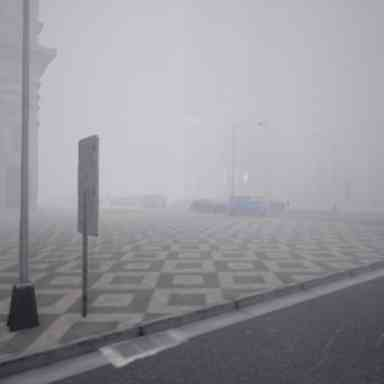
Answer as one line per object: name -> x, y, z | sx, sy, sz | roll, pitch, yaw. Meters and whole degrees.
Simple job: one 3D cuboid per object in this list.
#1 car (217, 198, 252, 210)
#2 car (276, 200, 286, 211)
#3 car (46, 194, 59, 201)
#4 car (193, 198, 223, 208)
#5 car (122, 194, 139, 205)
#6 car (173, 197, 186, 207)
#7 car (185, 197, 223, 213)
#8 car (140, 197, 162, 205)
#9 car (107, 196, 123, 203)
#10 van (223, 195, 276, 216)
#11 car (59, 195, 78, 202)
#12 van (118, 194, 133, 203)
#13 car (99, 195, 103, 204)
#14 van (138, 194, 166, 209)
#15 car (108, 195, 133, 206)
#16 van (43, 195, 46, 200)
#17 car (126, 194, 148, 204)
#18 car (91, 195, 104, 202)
car -> 5.400, 1.479, 42.486 | 1.887, 1.381, 4.507 | 0, 0, -36
car -> 8.624, 1.458, 37.999 | 1.887, 1.381, 4.507 | 0, 0, -36
car -> -33.774, 1.390, 82.397 | 2.192, 1.841, 5.009 | 0, 0, -36
car -> 2.176, 1.500, 46.974 | 1.887, 1.381, 4.507 | 0, 0, -36
car -> -9.754, 1.458, 53.690 | 1.837, 1.490, 4.892 | 1, -1, -36
car -> -1.146, 1.503, 51.599 | 1.752, 1.417, 4.829 | 0, 0, -36
car -> 1.664, 1.383, 33.024 | 1.887, 1.381, 4.507 | 0, 0, -36
car -> -7.495, 1.564, 60.436 | 1.887, 1.381, 4.507 | 0, 0, -36
car -> -17.166, 1.635, 73.899 | 2.008, 1.369, 4.403 | 0, 0, -36
van -> 4.886, 1.159, 28.537 | 1.690, 1.788, 3.998 | 0, 0, -36
car -> -27.232, 1.556, 73.281 | 1.752, 1.417, 4.829 | 0, 0, -36
van -> -13.942, 1.404, 69.412 | 1.690, 1.788, 3.998 | 0, 0, -36
car -> -17.666, 1.517, 59.954 | 2.008, 1.369, 4.403 | 0, 0, -36
van -> -4.779, 1.221, 42.002 | 1.690, 1.788, 3.998 | 0, 0, -36
car -> -11.223, 1.505, 50.977 | 1.802, 1.307, 4.206 | 0, 0, -36
van -> -36.996, 1.438, 86.885 | 1.690, 1.788, 3.998 | 0, 0, -36
car -> -10.718, 1.356, 64.925 | 2.192, 1.841, 5.009 | 0, 0, -36
car -> -23.613, 1.568, 82.875 | 1.967, 1.590, 4.097 | 0, 0, -36
